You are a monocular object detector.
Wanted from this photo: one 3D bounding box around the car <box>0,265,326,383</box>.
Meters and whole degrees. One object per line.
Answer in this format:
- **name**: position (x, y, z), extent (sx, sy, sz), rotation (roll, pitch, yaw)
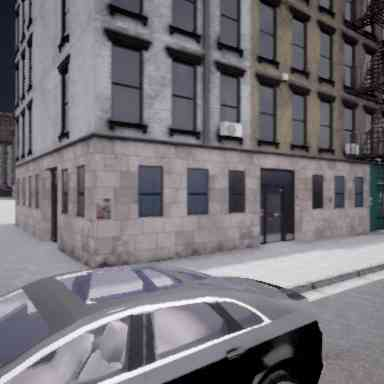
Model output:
- **car**: position (-0.927, 1.491, 2.705), extent (4.902, 1.511, 2.128), rotation (0, 0, -35)
